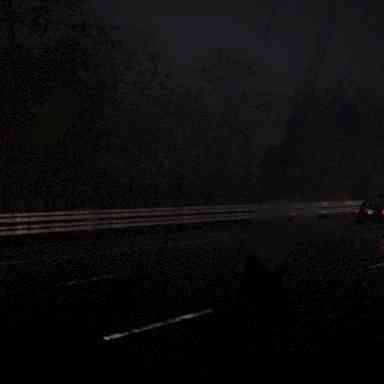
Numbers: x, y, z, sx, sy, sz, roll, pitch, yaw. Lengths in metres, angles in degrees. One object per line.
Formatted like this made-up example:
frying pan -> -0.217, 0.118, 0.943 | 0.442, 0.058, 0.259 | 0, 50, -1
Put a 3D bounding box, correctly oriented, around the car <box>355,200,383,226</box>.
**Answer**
car -> 12.465, 1.268, 21.257 | 4.553, 1.767, 2.097 | 0, 0, -35
